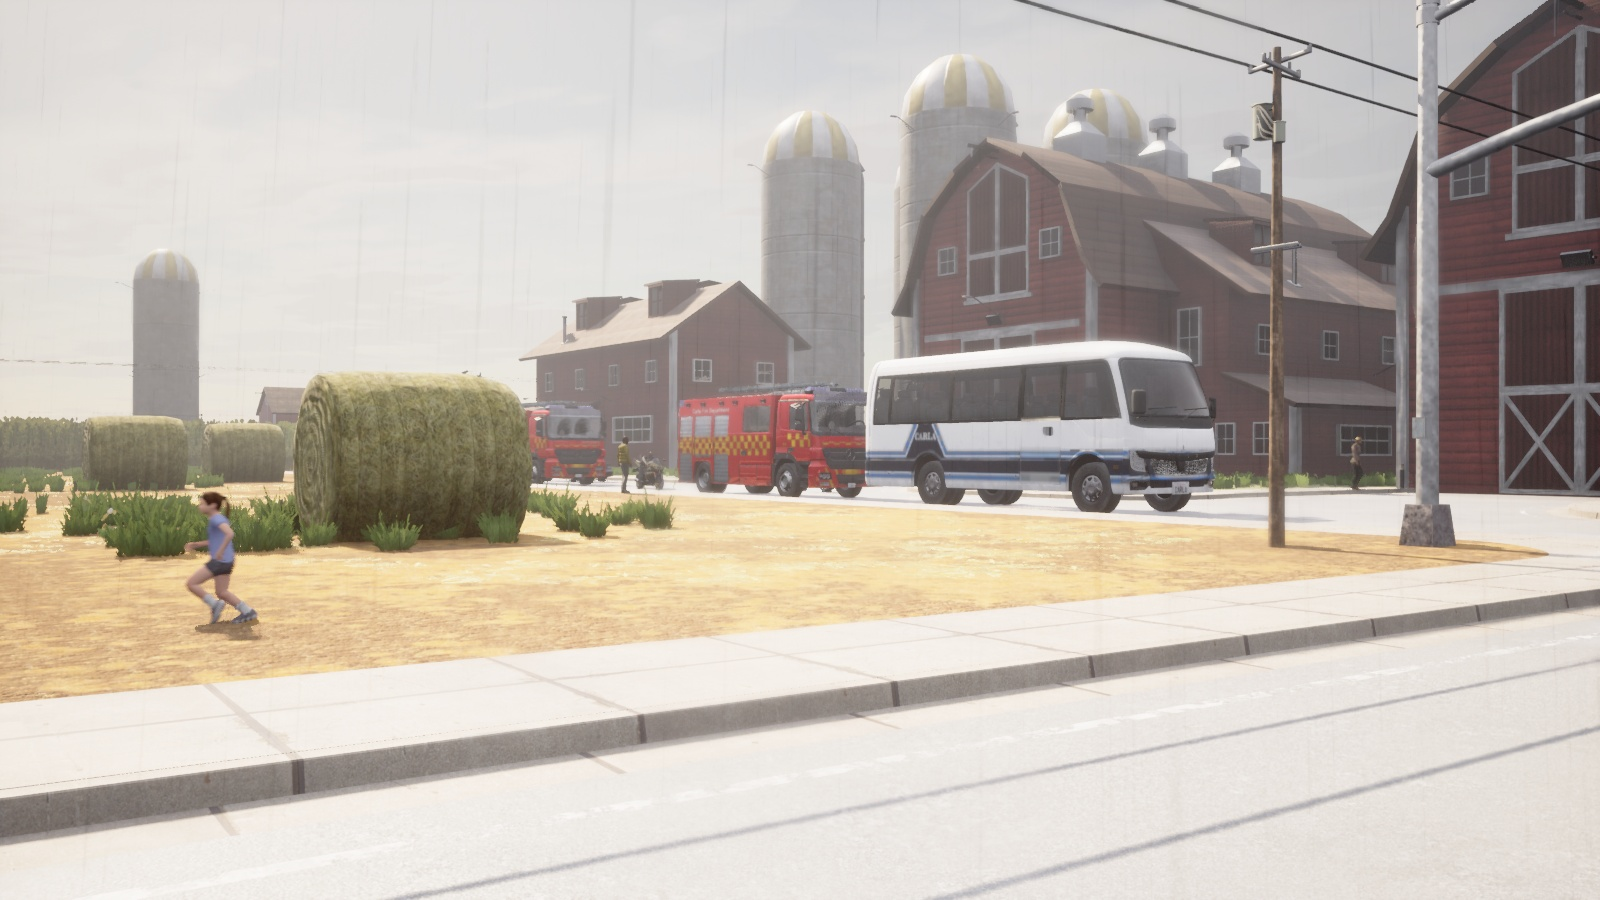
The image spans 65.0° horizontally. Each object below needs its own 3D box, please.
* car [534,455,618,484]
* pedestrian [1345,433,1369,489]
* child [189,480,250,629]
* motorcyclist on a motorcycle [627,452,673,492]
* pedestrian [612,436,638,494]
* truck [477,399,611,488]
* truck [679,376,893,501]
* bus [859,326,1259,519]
[{"bbox_3d":[-11.358,0.945,63.342,2.033,1.411,5.357,0,0,-36],"label":"car"},{"bbox_3d":[18.652,0.358,42.049,0.634,1.846,0.331,0,0,42],"label":"pedestrian"},{"bbox_3d":[-4.444,0.792,9.618,0.394,1.110,0.255,0,0,-18],"label":"child"},{"bbox_3d":[-5.970,0.870,49.922,0.866,1.530,2.191,-1,0,-36],"label":"motorcyclist on a motorcycle"},{"bbox_3d":[-5.536,0.476,39.727,0.726,1.835,0.370,0,0,-32],"label":"pedestrian"},{"bbox_3d":[-12.017,-0.279,58.283,2.891,3.827,8.468,0,0,-36],"label":"truck"},{"bbox_3d":[-0.707,-0.342,42.652,2.891,3.827,8.468,0,0,-36],"label":"truck"},{"bbox_3d":[6.317,-0.595,32.948,3.944,4.253,10.273,0,0,-36],"label":"bus"}]
